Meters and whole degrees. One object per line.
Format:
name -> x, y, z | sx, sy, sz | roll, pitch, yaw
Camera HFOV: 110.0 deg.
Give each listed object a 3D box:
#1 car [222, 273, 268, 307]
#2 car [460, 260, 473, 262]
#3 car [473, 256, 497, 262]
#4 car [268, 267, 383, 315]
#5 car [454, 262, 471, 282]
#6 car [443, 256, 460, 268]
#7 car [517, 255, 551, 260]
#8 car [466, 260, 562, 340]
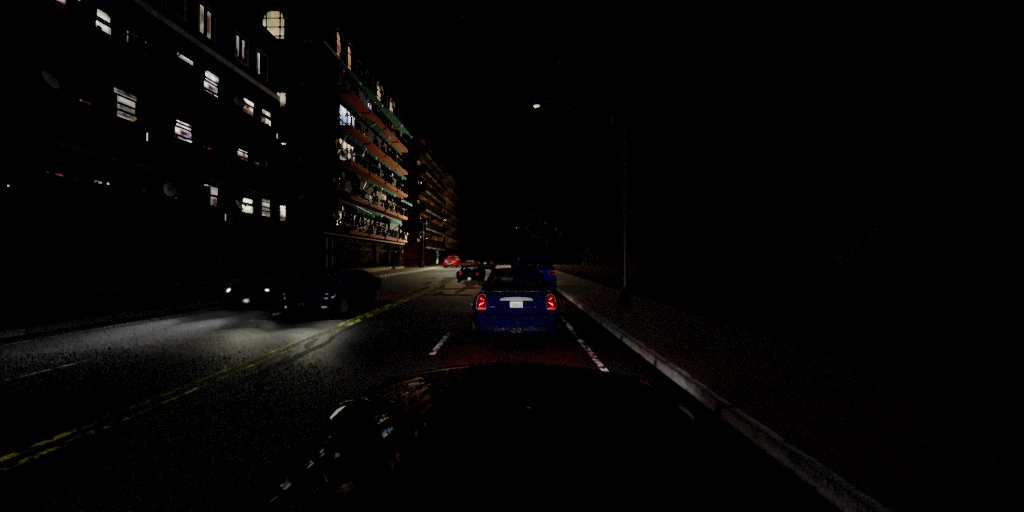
car -> -9.855, 1.353, 15.513 | 1.895, 1.301, 4.718 | 0, 0, 0
car -> -6.599, 1.314, 56.898 | 1.994, 1.385, 4.181 | 0, 0, 0
car -> -3.158, 0.974, 44.616 | 2.150, 2.045, 5.566 | 0, 0, 0
car -> -6.604, 1.229, 13.720 | 1.882, 1.535, 5.008 | 0, 0, 0
car -> -3.158, 1.353, 28.540 | 1.895, 1.301, 4.718 | 0, 0, 0
car -> -9.840, 0.974, 59.314 | 2.150, 2.045, 5.566 | 0, 0, 0
car -> 1.132, 0.977, 19.703 | 2.150, 2.045, 5.566 | 0, 0, 0
car -> 0.095, 1.103, 10.128 | 2.097, 1.767, 4.553 | 0, 0, 0
